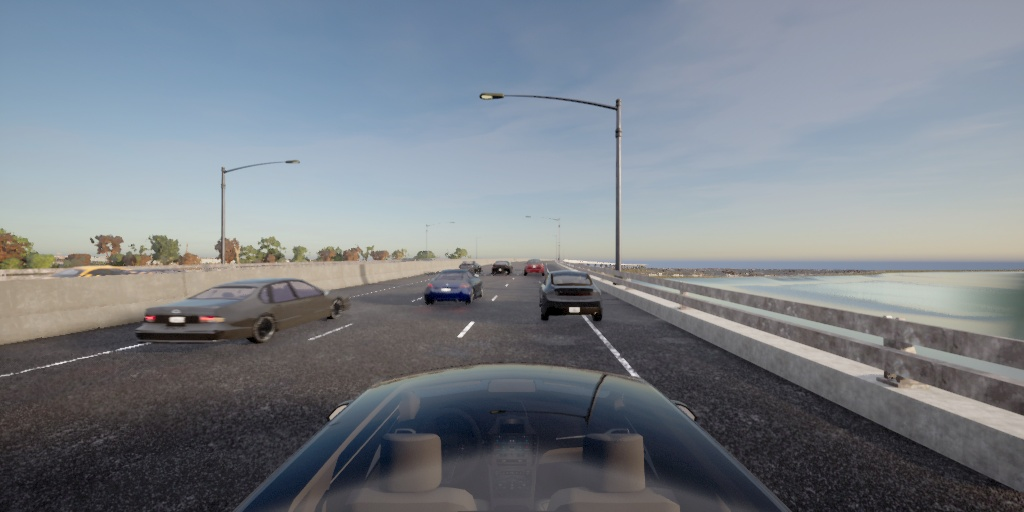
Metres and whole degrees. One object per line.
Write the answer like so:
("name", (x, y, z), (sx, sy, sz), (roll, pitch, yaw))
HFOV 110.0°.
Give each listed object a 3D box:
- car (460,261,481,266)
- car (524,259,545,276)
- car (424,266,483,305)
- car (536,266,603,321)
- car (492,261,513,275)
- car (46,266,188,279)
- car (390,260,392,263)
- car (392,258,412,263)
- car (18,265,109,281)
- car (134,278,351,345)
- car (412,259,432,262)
("car", (-4.515, 1.265, 39.077), (2.128, 1.511, 4.902), (0, 0, 4))
("car", (2.426, 1.125, 38.401), (2.097, 1.767, 4.553), (0, 0, 4))
("car", (-2.510, 1.319, 16.271), (1.994, 1.385, 4.181), (0, 0, 3))
("car", (1.889, 1.260, 12.451), (1.837, 1.490, 4.892), (0, 0, 3))
("car", (-0.996, 1.251, 39.234), (1.882, 1.535, 5.008), (0, 0, 4))
("car", (-16.728, 1.302, 16.466), (2.033, 1.411, 5.357), (0, 0, 3))
("car", (-20.466, 1.417, 61.401), (1.895, 1.301, 4.718), (0, 0, 5))
("car", (-17.228, 1.161, 58.399), (2.097, 1.767, 4.553), (0, 0, 5))
("car", (-20.195, 1.233, 17.052), (1.882, 1.535, 5.008), (0, 0, 3))
("car", (-6.422, 1.298, 9.537), (2.033, 1.411, 5.357), (0, 0, 3))
("car", (-13.809, 1.283, 57.353), (1.882, 1.535, 5.008), (0, 0, 5))
